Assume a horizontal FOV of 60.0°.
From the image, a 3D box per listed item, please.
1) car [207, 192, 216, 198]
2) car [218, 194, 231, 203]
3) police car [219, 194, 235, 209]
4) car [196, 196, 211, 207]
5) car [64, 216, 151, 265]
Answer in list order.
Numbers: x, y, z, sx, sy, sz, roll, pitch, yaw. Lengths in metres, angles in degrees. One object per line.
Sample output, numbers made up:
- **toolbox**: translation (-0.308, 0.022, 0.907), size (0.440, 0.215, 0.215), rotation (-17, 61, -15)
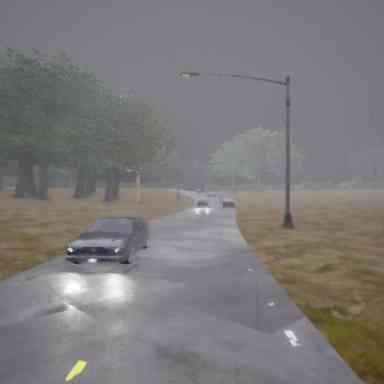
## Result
- **car**: translation (5.022, 0.694, 85.358), size (1.812, 1.442, 4.674), rotation (0, 2, -6)
- **car**: translation (6.461, 1.267, 66.129), size (2.097, 1.767, 4.553), rotation (-1, 1, 1)
- **police car**: translation (5.518, 1.622, 50.119), size (1.930, 1.638, 5.238), rotation (0, 0, 6)
- **car**: translation (1.781, 1.767, 53.246), size (1.895, 1.301, 4.718), rotation (0, 1, 6)
- **car**: translation (-2.730, 1.600, 12.193), size (2.033, 1.411, 5.357), rotation (0, 0, 3)
